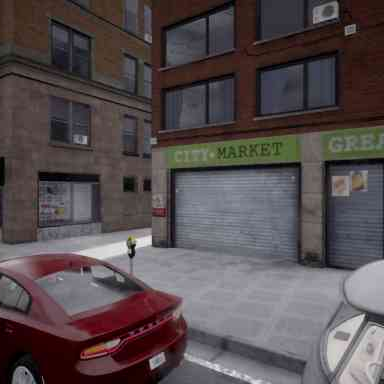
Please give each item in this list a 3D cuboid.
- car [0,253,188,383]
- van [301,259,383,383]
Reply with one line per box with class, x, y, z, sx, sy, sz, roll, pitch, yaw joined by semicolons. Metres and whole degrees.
car;-2.160;1.544;4.615;4.507;1.381;1.887;0;0;35
van;2.450;1.341;1.329;3.998;1.788;1.690;0;0;35
